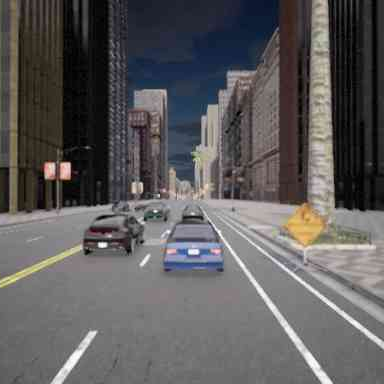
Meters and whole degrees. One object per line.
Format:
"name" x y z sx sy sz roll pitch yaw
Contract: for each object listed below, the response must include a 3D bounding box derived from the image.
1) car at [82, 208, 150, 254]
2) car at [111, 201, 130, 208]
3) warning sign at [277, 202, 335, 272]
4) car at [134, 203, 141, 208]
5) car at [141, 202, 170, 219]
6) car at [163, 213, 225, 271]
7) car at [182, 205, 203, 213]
"car" -3.174 1.669 14.252 1.837 1.490 4.892 0 -1 0
"car" -9.844 2.038 46.031 1.837 1.490 4.892 0 -1 0
"warning sign" 3.226 1.225 9.520 1.300 1.860 1.060 0 0 0
"car" -6.599 2.120 44.979 1.895 1.301 4.718 0 -1 0
"car" -3.171 1.707 31.001 2.097 1.767 4.553 0 -1 0
"car" 0.062 1.679 11.406 2.033 1.411 5.357 0 -1 0
"car" 0.082 1.929 31.833 1.994 1.385 4.181 0 -1 0
